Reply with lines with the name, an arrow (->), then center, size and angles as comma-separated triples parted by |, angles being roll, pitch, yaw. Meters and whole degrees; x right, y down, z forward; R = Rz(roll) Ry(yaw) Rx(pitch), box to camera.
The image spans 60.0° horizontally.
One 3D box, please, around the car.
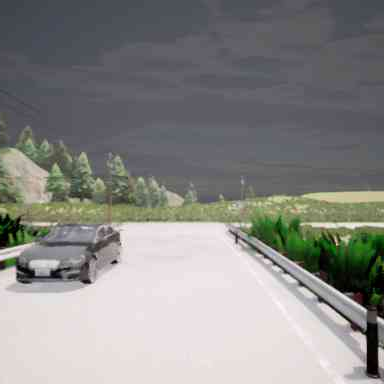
car -> -3.445, 1.715, 10.230 | 2.128, 1.511, 4.902 | 0, -2, 1
